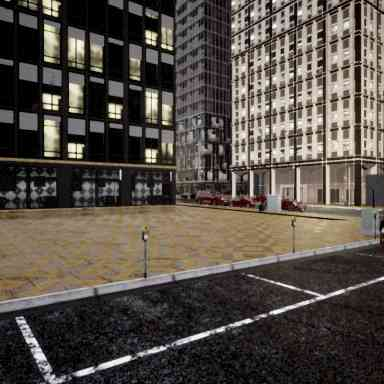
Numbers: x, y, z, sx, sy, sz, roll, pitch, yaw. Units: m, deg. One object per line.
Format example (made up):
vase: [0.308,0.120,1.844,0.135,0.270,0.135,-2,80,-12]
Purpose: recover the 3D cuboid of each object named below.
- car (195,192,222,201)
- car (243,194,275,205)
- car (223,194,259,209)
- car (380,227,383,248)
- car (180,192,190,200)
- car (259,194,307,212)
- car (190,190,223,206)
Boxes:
car: [2.641,0.710,55.122,1.752,1.417,4.829,1,0,-36]
car: [9.237,0.985,45.919,1.802,1.307,4.206,1,0,-36]
car: [5.711,1.105,36.456,1.802,1.307,4.206,1,0,-36]
car: [9.155,1.441,13.094,4.097,1.590,1.967,0,0,-36]
car: [-0.511,0.647,59.516,1.947,1.339,4.313,1,0,-36]
car: [8.963,1.071,31.926,1.967,1.590,4.097,1,0,-36]
car: [2.470,0.731,40.985,2.192,1.841,5.009,1,0,-36]
